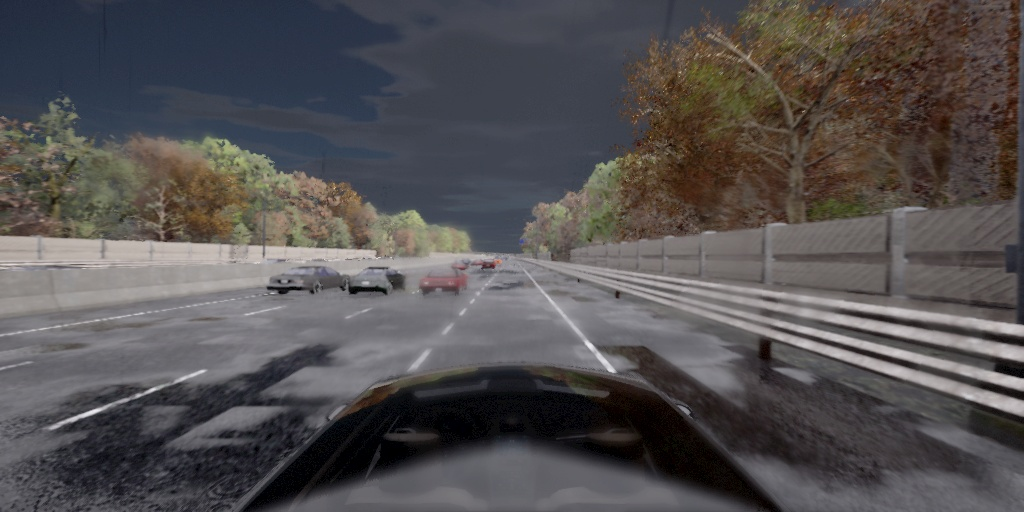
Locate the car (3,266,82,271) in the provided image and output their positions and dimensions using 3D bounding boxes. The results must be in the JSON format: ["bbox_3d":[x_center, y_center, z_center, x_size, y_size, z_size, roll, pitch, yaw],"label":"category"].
[{"bbox_3d":[-21.071,1.140,15.962,2.033,1.411,5.357,0,0,0],"label":"car"}]

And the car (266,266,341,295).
[{"bbox_3d":[-10.484,1.222,19.019,2.033,1.411,5.357,0,0,0],"label":"car"}]

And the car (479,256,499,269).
[{"bbox_3d":[-3.470,1.216,54.728,1.882,1.535,5.008,0,0,0],"label":"car"}]

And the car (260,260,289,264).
[{"bbox_3d":[-24.500,1.097,36.823,1.812,1.442,4.674,0,0,0],"label":"car"}]

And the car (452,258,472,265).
[{"bbox_3d":[-6.972,1.273,48.350,1.994,1.385,4.181,0,0,0],"label":"car"}]

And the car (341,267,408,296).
[{"bbox_3d":[-6.989,1.265,19.124,1.994,1.385,4.181,0,0,0],"label":"car"}]

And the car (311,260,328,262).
[{"bbox_3d":[-20.984,1.147,38.587,2.033,1.411,5.357,0,0,0],"label":"car"}]

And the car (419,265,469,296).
[{"bbox_3d":[-3.487,1.329,19.296,1.895,1.301,4.718,0,0,0],"label":"car"}]
